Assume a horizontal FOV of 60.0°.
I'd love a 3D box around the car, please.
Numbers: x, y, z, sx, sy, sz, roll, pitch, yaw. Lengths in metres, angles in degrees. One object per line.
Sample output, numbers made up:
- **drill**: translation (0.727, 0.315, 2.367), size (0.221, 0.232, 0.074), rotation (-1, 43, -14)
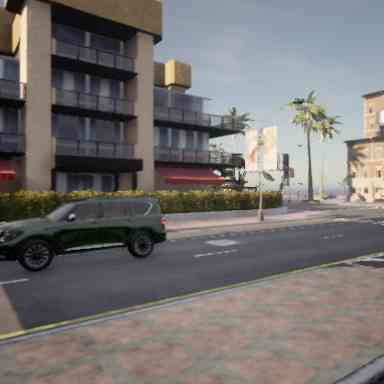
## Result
- **car**: translation (-3.502, 1.211, 11.196), size (5.566, 2.045, 2.150), rotation (0, 0, -35)
